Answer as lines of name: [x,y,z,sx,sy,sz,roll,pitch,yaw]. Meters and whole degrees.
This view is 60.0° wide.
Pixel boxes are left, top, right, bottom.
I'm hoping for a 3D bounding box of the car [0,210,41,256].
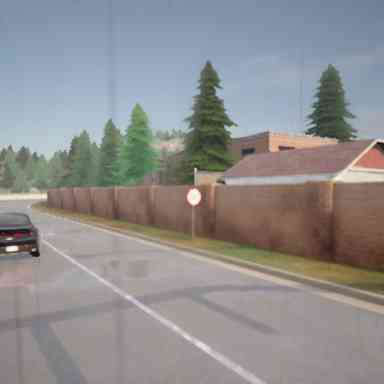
car: [-6.865,1.476,12.247,1.837,1.490,4.892,0,1,-34]
